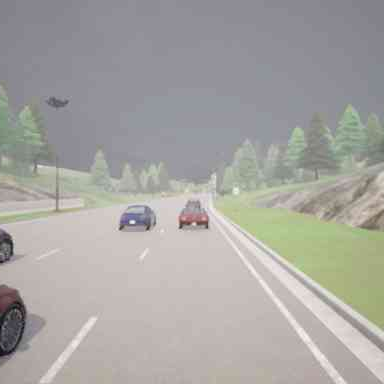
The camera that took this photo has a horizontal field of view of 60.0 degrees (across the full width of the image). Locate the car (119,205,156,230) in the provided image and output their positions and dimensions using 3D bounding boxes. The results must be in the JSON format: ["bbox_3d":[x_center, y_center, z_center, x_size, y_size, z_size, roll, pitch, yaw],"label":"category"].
[{"bbox_3d":[-3.380,1.551,21.202,1.812,1.442,4.674,0,0,0],"label":"car"}]

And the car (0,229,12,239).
[{"bbox_3d":[-6.883,1.362,9.034,2.097,1.767,4.553,0,0,0],"label":"car"}]

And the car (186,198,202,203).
[{"bbox_3d":[0.221,1.544,41.896,2.128,1.511,4.902,0,0,1],"label":"car"}]

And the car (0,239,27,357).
[{"bbox_3d":[-3.383,1.529,3.063,1.812,1.442,4.674,0,0,0],"label":"car"}]

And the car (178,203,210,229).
[{"bbox_3d":[0.121,1.628,22.051,1.895,1.301,4.718,0,0,0],"label":"car"}]
